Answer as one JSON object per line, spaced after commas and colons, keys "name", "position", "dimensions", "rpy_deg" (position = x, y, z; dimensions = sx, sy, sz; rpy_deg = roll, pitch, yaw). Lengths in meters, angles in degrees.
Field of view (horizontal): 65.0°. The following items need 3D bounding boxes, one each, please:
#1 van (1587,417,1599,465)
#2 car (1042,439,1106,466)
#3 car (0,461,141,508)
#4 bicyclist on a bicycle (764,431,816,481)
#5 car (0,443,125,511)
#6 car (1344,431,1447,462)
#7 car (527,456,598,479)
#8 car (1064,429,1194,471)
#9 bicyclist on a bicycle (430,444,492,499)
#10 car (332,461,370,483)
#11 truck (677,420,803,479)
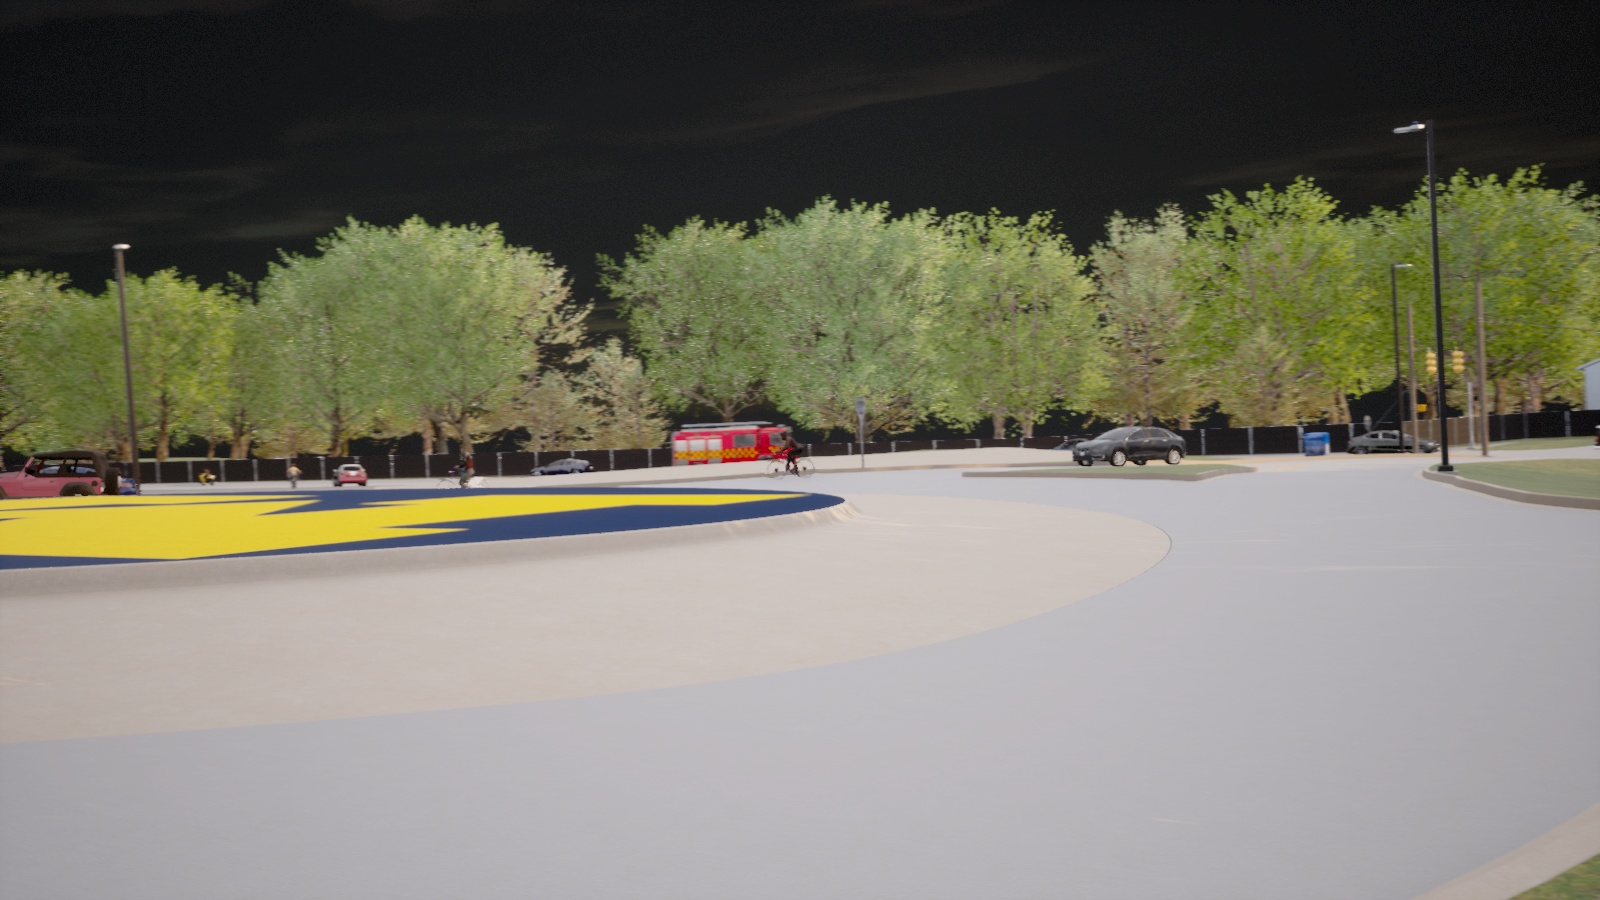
{"name": "van", "position": [36.103, -0.290, 53.151], "dimensions": [4.480, 2.038, 2.069], "rpy_deg": [2, 1, -11]}
{"name": "car", "position": [18.899, 0.178, 86.595], "dimensions": [3.988, 1.617, 1.851], "rpy_deg": [-2, 2, 20]}
{"name": "car", "position": [-23.762, 1.098, 40.048], "dimensions": [4.674, 1.442, 1.812], "rpy_deg": [1, 0, -21]}
{"name": "bicyclist on a bicycle", "position": [-0.343, 0.209, 42.955], "dimensions": [1.656, 1.620, 0.582], "rpy_deg": [-3, 2, -5]}
{"name": "car", "position": [-21.892, 0.806, 36.292], "dimensions": [3.866, 1.878, 1.905], "rpy_deg": [1, -4, -18]}
{"name": "car", "position": [35.020, -0.209, 73.895], "dimensions": [5.027, 1.651, 2.152], "rpy_deg": [-1, 3, 40]}
{"name": "car", "position": [-17.867, 1.319, 94.669], "dimensions": [4.792, 1.488, 2.163], "rpy_deg": [-1, 2, 9]}
{"name": "car", "position": [12.322, -0.022, 46.950], "dimensions": [4.892, 1.490, 1.837], "rpy_deg": [0, 0, -31]}
{"name": "bicyclist on a bicycle", "position": [-11.592, 0.735, 43.011], "dimensions": [1.843, 1.776, 0.659], "rpy_deg": [-3, 3, 2]}
{"name": "car", "position": [-30.707, 1.508, 85.865], "dimensions": [1.970, 1.475, 3.806], "rpy_deg": [0, -1, -27]}
{"name": "truck", "position": [-4.220, -0.029, 89.068], "dimensions": [8.468, 3.827, 2.891], "rpy_deg": [-2, 2, 7]}
